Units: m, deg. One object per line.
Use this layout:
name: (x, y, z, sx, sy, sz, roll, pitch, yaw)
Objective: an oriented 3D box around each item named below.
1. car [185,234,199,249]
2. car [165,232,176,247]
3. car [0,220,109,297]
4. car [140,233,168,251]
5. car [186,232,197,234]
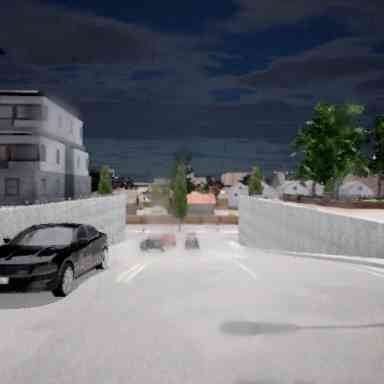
car: (0.040, 7.000, 46.166, 1.882, 1.535, 5.008, 0, -7, 0)
car: (-3.570, 7.300, 51.150, 2.150, 2.045, 5.566, 0, -5, 0)
car: (-3.604, 1.543, 8.821, 1.882, 1.535, 5.008, 0, -3, 0)
car: (-3.631, 4.804, 30.942, 1.994, 1.385, 4.181, 0, -9, 0)
car: (-0.074, 7.724, 56.442, 2.150, 2.045, 5.566, 0, -5, 0)
